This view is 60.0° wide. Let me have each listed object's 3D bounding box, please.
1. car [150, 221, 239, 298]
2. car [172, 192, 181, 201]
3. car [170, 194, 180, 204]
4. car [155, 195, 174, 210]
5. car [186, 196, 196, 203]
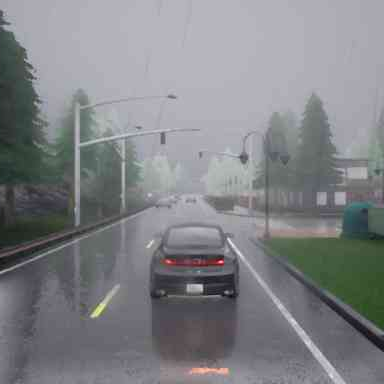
[{"bbox_3d":[0.055,1.498,8.455,1.837,1.490,4.892,0,0,0],"label":"car"},{"bbox_3d":[-3.667,1.107,75.756,2.150,2.045,5.566,0,0,0],"label":"car"},{"bbox_3d":[-3.693,1.479,60.276,1.812,1.442,4.674,0,0,0],"label":"car"},{"bbox_3d":[-3.689,1.493,43.568,1.812,1.442,4.674,0,0,0],"label":"car"},{"bbox_3d":[-0.147,1.513,66.664,1.994,1.385,4.181,0,0,0],"label":"car"}]
